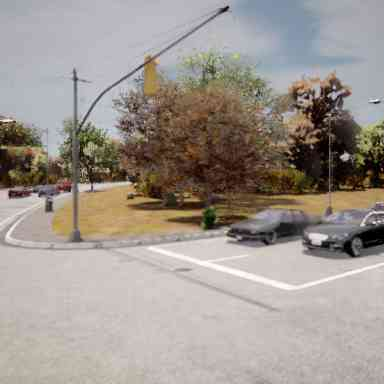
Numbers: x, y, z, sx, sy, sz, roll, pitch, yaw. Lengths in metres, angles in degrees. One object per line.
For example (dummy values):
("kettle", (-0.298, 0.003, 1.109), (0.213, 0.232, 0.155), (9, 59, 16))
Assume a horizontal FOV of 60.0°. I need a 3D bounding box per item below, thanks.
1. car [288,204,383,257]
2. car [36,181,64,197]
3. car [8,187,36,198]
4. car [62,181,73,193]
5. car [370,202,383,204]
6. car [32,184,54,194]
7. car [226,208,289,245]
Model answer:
("car", (6.262, 1.426, 12.753), (4.902, 1.511, 2.128), (-1, 1, -35))
("car", (-21.262, -0.244, 49.708), (2.097, 1.767, 4.553), (0, 4, -7))
("car", (-24.534, -0.007, 47.553), (1.882, 1.535, 5.008), (0, 4, -8))
("car", (-22.293, -1.017, 59.512), (2.150, 2.045, 5.566), (0, 4, -1))
("car", (12.122, 1.321, 21.230), (4.718, 1.301, 1.895), (-2, 1, -35))
("car", (-25.716, -0.555, 57.529), (1.994, 1.385, 4.181), (0, 4, -1))
("car", (4.054, 1.485, 15.528), (5.357, 1.411, 2.033), (-1, 1, -38))
